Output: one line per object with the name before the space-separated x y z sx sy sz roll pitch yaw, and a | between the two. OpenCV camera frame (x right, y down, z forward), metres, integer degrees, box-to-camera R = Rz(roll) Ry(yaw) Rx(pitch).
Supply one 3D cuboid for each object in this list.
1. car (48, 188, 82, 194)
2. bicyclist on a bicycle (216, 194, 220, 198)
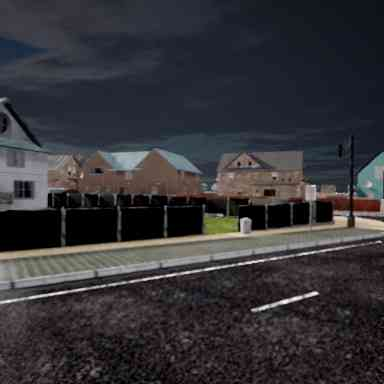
car | -13.987 0.588 37.750 5.566 2.045 2.150 1 0 19
bicyclist on a bicycle | 2.971 1.016 38.084 0.582 1.620 1.656 1 0 19
